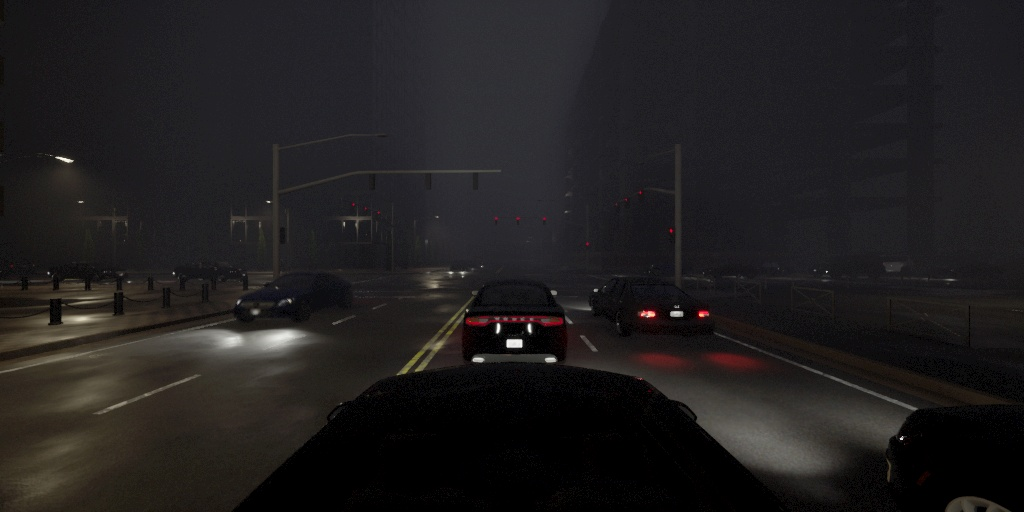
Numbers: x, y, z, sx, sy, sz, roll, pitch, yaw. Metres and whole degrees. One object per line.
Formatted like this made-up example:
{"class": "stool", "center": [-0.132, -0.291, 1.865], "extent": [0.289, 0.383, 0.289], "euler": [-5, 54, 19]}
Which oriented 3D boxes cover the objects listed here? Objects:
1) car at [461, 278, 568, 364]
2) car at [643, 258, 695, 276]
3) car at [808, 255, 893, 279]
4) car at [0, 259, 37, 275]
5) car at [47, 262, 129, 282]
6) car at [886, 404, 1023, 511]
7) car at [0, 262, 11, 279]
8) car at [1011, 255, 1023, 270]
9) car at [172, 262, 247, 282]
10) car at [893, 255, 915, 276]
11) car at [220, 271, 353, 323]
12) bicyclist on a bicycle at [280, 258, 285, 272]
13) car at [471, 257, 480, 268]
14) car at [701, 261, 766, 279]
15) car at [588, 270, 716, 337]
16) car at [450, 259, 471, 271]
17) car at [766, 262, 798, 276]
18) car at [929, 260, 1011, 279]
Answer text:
{"class": "car", "center": [0.055, 1.228, 8.124], "extent": [1.882, 1.535, 5.008], "euler": [0, 0, 0]}
{"class": "car", "center": [15.230, 1.046, 35.031], "extent": [4.553, 1.767, 2.097], "euler": [0, 0, 0]}
{"class": "car", "center": [29.420, 0.916, 31.558], "extent": [5.566, 2.045, 2.150], "euler": [0, 0, 0]}
{"class": "car", "center": [-49.419, 1.046, 34.766], "extent": [4.553, 1.767, 2.097], "euler": [0, 0, 1]}
{"class": "car", "center": [-32.303, 1.186, 27.413], "extent": [4.902, 1.511, 2.128], "euler": [0, 0, 0]}
{"class": "car", "center": [3.600, 1.255, 0.511], "extent": [1.837, 1.490, 4.892], "euler": [0, 0, 0]}
{"class": "car", "center": [-42.273, 1.295, 27.516], "extent": [4.718, 1.301, 1.895], "euler": [0, 0, 1]}
{"class": "car", "center": [51.016, 0.664, 35.031], "extent": [4.553, 1.767, 2.097], "euler": [0, 0, 0]}
{"class": "car", "center": [-22.924, 1.186, 27.374], "extent": [4.902, 1.511, 2.128], "euler": [0, 0, 0]}
{"class": "car", "center": [35.844, 0.918, 35.075], "extent": [5.566, 2.045, 2.150], "euler": [0, 0, 0]}
{"class": "car", "center": [-7.099, 1.276, 12.252], "extent": [1.812, 1.442, 4.674], "euler": [0, 0, 0]}
{"class": "bicyclist on a bicycle", "center": [-25.408, 0.995, 39.334], "extent": [0.582, 1.620, 1.656], "euler": [0, 0, 0]}
{"class": "car", "center": [-7.075, 1.296, 60.919], "extent": [2.033, 1.411, 5.357], "euler": [0, 0, 0]}
{"class": "car", "center": [19.154, 1.220, 31.503], "extent": [4.674, 1.442, 1.812], "euler": [0, 0, 0]}
{"class": "car", "center": [3.571, 1.297, 10.248], "extent": [2.033, 1.411, 5.357], "euler": [0, 0, 0]}
{"class": "car", "center": [-7.093, 1.227, 48.512], "extent": [1.882, 1.535, 5.008], "euler": [0, 0, 0]}
{"class": "car", "center": [24.698, 1.242, 35.044], "extent": [5.357, 1.411, 2.033], "euler": [0, 0, 0]}
{"class": "car", "center": [39.912, 1.172, 31.575], "extent": [5.008, 1.535, 1.882], "euler": [0, 0, 0]}
